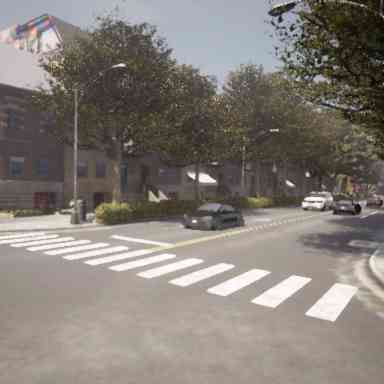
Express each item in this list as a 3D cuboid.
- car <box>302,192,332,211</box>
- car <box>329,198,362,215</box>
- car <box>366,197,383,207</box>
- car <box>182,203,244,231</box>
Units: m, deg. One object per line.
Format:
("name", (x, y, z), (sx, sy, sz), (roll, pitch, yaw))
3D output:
("car", (13.859, 0.987, 36.435), (2.150, 2.045, 5.566), (2, 1, 35))
("car", (14.824, 1.410, 31.645), (1.994, 1.385, 4.181), (2, 1, 35))
("car", (26.592, 1.392, 48.274), (2.033, 1.411, 5.357), (2, 1, 35))
("car", (1.273, 1.323, 18.759), (1.994, 1.385, 4.181), (2, 1, 35))
